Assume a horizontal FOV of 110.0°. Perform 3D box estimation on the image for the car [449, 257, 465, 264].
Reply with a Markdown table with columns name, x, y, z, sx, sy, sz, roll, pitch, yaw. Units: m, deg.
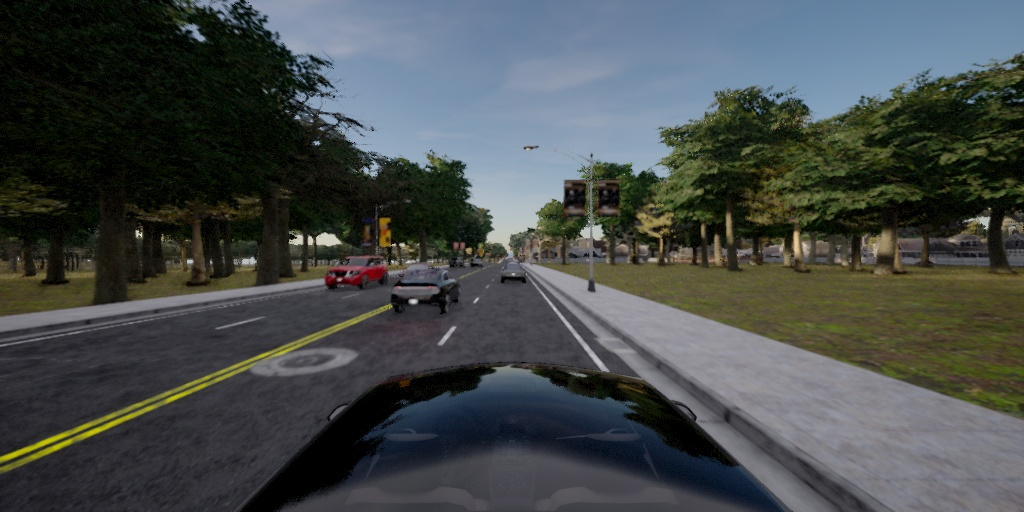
| name | x | y | z | sx | sy | sz | roll | pitch | yaw |
| --- | --- | --- | --- | --- | --- | --- | --- | --- | --- |
| car | -9.762 | 1.162 | 64.044 | 2.150 | 2.045 | 5.566 | 0 | 0 | 1 |

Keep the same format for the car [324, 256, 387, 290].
| name | x | y | z | sx | sy | sz | roll | pitch | yaw |
| --- | --- | --- | --- | --- | --- | --- | --- | --- | --- |
| car | -9.846 | 1.000 | 23.243 | 2.150 | 2.045 | 5.566 | 0 | 0 | 0 |

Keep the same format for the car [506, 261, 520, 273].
| name | x | y | z | sx | sy | sz | roll | pitch | yaw |
| --- | --- | --- | --- | --- | --- | --- | --- | --- | --- |
| car | 0.103 | 1.385 | 47.640 | 1.812 | 1.442 | 4.674 | 0 | 0 | 0 |

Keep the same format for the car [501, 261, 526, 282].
| name | x | y | z | sx | sy | sz | roll | pitch | yaw |
| --- | --- | --- | --- | --- | --- | --- | --- | --- | --- |
| car | 0.103 | 1.360 | 29.252 | 1.994 | 1.385 | 4.181 | 0 | 0 | 0 |

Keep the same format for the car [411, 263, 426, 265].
| name | x | y | z | sx | sy | sz | roll | pitch | yaw |
| --- | --- | --- | --- | --- | --- | --- | --- | --- | --- |
| car | -6.594 | 1.262 | 25.596 | 1.882 | 1.535 | 5.008 | 0 | 0 | 0 |

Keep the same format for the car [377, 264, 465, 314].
| name | x | y | z | sx | sy | sz | roll | pitch | yaw |
| --- | --- | --- | --- | --- | --- | --- | --- | --- | --- |
| car | -3.148 | 1.252 | 13.877 | 2.128 | 1.511 | 4.902 | 0 | 0 | 0 |
